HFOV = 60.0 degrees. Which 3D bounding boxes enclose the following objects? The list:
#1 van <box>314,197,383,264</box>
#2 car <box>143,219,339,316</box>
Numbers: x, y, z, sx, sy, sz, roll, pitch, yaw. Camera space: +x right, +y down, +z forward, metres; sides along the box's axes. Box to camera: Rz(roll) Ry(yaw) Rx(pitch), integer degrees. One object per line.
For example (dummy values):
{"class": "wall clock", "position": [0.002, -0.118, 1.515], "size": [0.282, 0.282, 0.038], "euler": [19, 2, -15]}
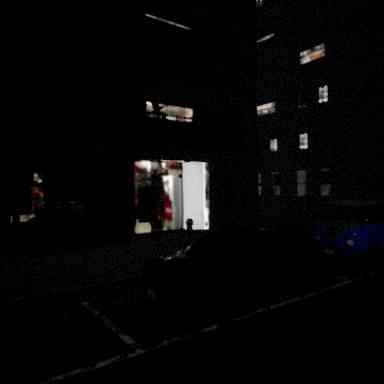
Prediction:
{"class": "van", "position": [5.533, 1.091, 10.493], "size": [3.998, 1.788, 1.690], "euler": [-2, 1, -35]}
{"class": "car", "position": [1.040, 1.447, 7.292], "size": [4.313, 1.339, 1.947], "euler": [-2, 1, -35]}
